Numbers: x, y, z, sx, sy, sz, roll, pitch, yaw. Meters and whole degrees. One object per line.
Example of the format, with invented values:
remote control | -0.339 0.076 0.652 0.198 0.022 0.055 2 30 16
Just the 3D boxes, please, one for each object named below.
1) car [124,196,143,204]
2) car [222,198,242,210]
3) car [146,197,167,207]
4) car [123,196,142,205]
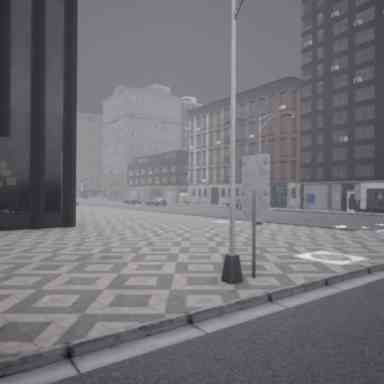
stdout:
car | -12.171 1.629 68.951 2.128 1.511 4.902 1 0 -36
car | 5.959 1.595 43.661 1.837 1.490 4.892 1 0 -36
car | -5.793 1.615 54.363 1.812 1.442 4.674 1 0 -36
car | -11.241 1.704 61.904 1.895 1.301 4.718 1 0 -36
